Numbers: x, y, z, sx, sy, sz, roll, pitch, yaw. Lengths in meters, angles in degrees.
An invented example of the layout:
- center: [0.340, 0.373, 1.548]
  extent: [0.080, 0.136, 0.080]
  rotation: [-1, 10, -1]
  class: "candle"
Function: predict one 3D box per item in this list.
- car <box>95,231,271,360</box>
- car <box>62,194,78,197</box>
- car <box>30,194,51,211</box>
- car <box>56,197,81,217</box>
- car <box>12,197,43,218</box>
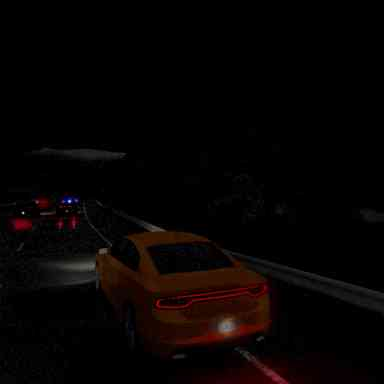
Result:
- center: [-0.602, 1.478, 6.287]
  extent: [1.882, 1.535, 5.008]
  rotation: [0, 0, -24]
  class: "car"
- center: [-15.165, 1.221, 41.477]
  extent: [2.150, 2.045, 5.566]
  rotation: [0, 0, -18]
  class: "car"
- center: [-18.336, 1.221, 40.096]
  extent: [2.150, 2.045, 5.566]
  rotation: [0, 0, -19]
  class: "car"
- center: [-11.781, 1.492, 31.566]
  extent: [2.128, 1.511, 4.902]
  rotation: [0, 0, -19]
  class: "car"
- center: [-14.962, 1.505, 30.189]
  extent: [1.837, 1.490, 4.892]
  rotation: [0, 0, -19]
  class: "car"
